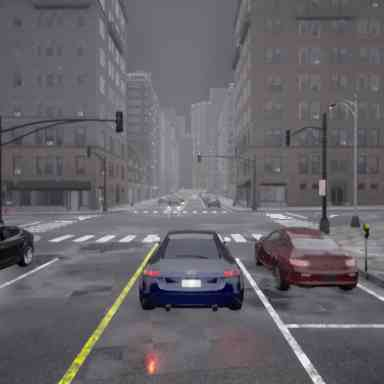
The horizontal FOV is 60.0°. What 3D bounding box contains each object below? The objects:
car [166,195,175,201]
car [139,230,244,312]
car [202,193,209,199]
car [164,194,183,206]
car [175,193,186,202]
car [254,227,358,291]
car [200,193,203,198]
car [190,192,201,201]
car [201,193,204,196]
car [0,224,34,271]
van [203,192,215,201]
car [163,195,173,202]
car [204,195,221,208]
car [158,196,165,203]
[{"bbox_3d":[-5.203,1.339,79.322,1.802,1.307,4.206,0,0,0],"label":"car"},{"bbox_3d":[0.002,1.561,7.798,1.994,1.385,4.181,0,0,0],"label":"car"},{"bbox_3d":[3.815,1.133,93.078,1.882,1.535,5.008,0,0,0],"label":"car"},{"bbox_3d":[-2.772,1.409,51.219,1.837,1.490,4.892,0,0,1],"label":"car"},{"bbox_3d":[-2.564,1.365,67.269,1.812,1.442,4.674,0,0,1],"label":"car"},{"bbox_3d":[2.759,1.579,8.720,1.802,1.307,4.206,0,0,0],"label":"car"},{"bbox_3d":[3.274,1.380,73.694,1.802,1.307,4.206,0,0,0],"label":"car"},{"bbox_3d":[0.516,1.310,74.367,1.812,1.442,4.674,0,0,0],"label":"car"},{"bbox_3d":[3.227,1.416,68.137,1.802,1.307,4.206,0,0,0],"label":"car"},{"bbox_3d":[-5.766,1.563,8.722,1.947,1.339,4.313,0,0,0],"label":"car"},{"bbox_3d":[3.081,1.244,51.480,1.690,1.788,3.998,0,0,0],"label":"van"},{"bbox_3d":[-5.251,1.349,73.770,2.008,1.369,4.403,0,0,0],"label":"car"},{"bbox_3d":[3.034,1.502,45.929,1.802,1.307,4.206,0,0,0],"label":"car"},{"bbox_3d":[-5.349,1.445,62.664,1.802,1.307,4.206,0,0,0],"label":"car"}]
